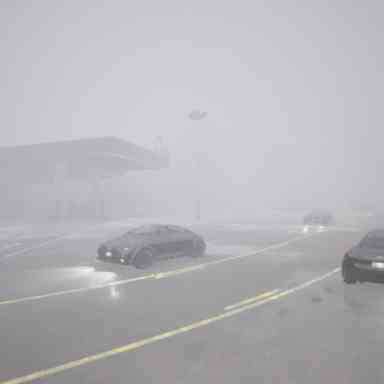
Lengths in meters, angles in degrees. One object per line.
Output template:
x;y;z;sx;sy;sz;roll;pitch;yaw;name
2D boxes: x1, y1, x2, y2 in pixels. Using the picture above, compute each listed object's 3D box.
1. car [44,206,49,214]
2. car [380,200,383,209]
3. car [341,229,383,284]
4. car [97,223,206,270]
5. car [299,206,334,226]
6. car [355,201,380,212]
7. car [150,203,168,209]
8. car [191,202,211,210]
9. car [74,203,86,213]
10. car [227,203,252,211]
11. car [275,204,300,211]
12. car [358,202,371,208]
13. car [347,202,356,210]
-22.204;2.921;54.163;3.806;1.475;1.970;-1;-2;35;car
39.093;2.898;69.830;2.128;1.511;4.902;-1;-2;35;car
5.784;1.754;9.518;1.994;1.385;4.181;-1;-1;40;car
-1.379;1.877;12.400;1.994;1.385;4.181;-2;-2;43;car
11.268;2.190;29.574;1.994;1.385;4.181;-1;-2;35;car
30.248;2.619;57.283;1.882;1.535;5.008;-1;-1;41;car
-8.106;3.531;81.406;4.674;1.442;1.812;-1;-2;34;car
1.875;3.124;74.600;4.553;1.767;2.097;-1;-2;34;car
-19.596;2.864;59.340;4.611;1.667;2.242;-1;-2;35;car
9.296;2.970;65.365;5.008;1.535;1.882;-1;-2;35;car
18.506;2.920;63.268;5.357;1.411;2.033;-1;-2;35;car
40.776;3.096;78.446;2.033;1.411;5.357;-1;-2;35;car
32.440;2.696;66.343;2.097;1.767;4.553;-1;-2;35;car
